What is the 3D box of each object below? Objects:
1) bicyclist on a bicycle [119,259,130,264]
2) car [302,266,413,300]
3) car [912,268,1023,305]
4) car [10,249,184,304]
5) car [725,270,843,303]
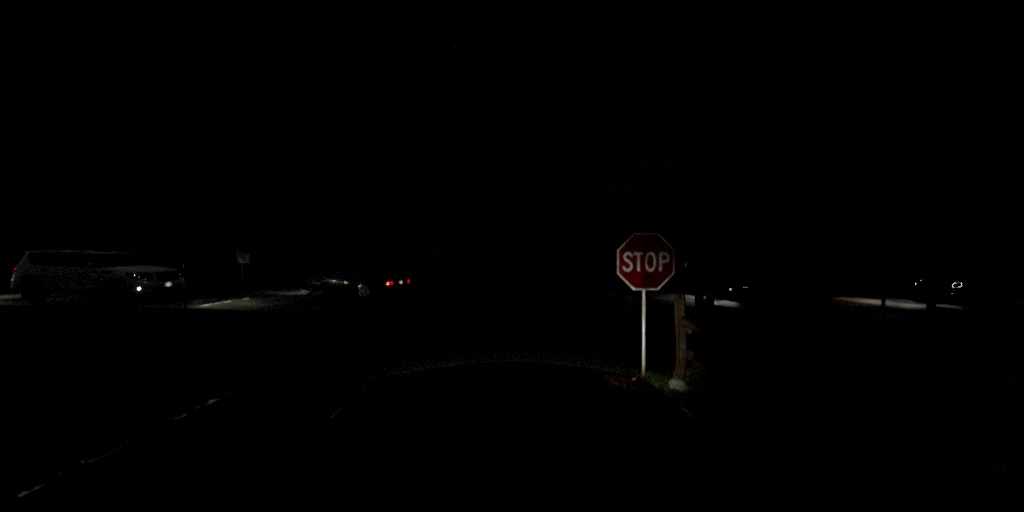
[{"bbox_3d":[-22.425,0.903,20.734,0.582,1.620,1.656,1,0,1],"label":"bicyclist on a bicycle"},{"bbox_3d":[-7.334,1.198,16.989,5.357,1.411,2.033,1,0,22],"label":"car"},{"bbox_3d":[22.225,1.348,17.152,4.553,1.767,2.097,1,0,1],"label":"car"},{"bbox_3d":[-16.758,0.771,14.677,5.566,2.045,2.150,1,0,1],"label":"car"},{"bbox_3d":[12.964,1.394,17.266,4.892,1.490,1.837,1,0,1],"label":"car"}]
